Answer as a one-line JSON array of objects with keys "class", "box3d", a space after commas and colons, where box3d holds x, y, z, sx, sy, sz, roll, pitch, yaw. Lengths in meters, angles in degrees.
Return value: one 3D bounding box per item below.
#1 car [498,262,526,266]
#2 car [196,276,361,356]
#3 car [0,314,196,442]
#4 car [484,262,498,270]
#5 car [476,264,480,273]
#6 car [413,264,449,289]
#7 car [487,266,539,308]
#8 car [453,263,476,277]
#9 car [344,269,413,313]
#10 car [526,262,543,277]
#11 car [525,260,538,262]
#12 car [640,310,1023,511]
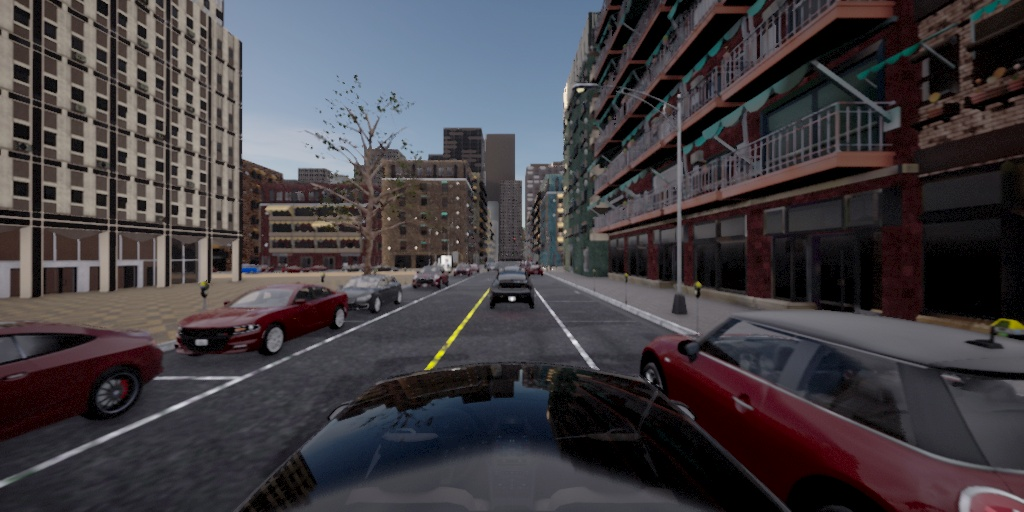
[{"class": "car", "box3d": [0.010, 1.507, 31.329, 1.882, 1.535, 5.008, 0, 0, 0]}, {"class": "car", "box3d": [-5.691, 1.361, 8.819, 1.888, 1.381, 4.507, 0, 0, 0]}, {"class": "car", "box3d": [-5.691, 1.346, 3.293, 1.802, 1.307, 4.207, 0, 0, 0]}, {"class": "car", "box3d": [-2.994, 1.780, 57.275, 2.128, 1.511, 4.902, 0, -1, 0]}, {"class": "car", "box3d": [-5.684, 1.826, 53.038, 1.802, 1.307, 4.207, 0, 0, 0]}, {"class": "car", "box3d": [-5.688, 1.412, 25.402, 1.967, 1.591, 4.097, 0, 0, 0]}, {"class": "car", "box3d": [0.007, 1.393, 16.156, 1.837, 1.490, 4.892, 0, 0, 0]}, {"class": "car", "box3d": [-5.685, 1.574, 41.983, 1.967, 1.591, 4.097, 0, 0, 0]}, {"class": "car", "box3d": [-5.690, 1.418, 14.347, 2.007, 1.370, 4.403, 0, 0, 0]}, {"class": "car", "box3d": [2.696, 1.680, 41.981, 1.888, 1.381, 4.507, 0, 0, 0]}, {"class": "car", "box3d": [2.697, 1.504, 47.509, 2.192, 1.841, 5.009, 0, 0, 0]}, {"class": "car", "box3d": [2.689, 1.204, 3.291, 1.967, 1.591, 4.097, 0, 0, 0]}]
